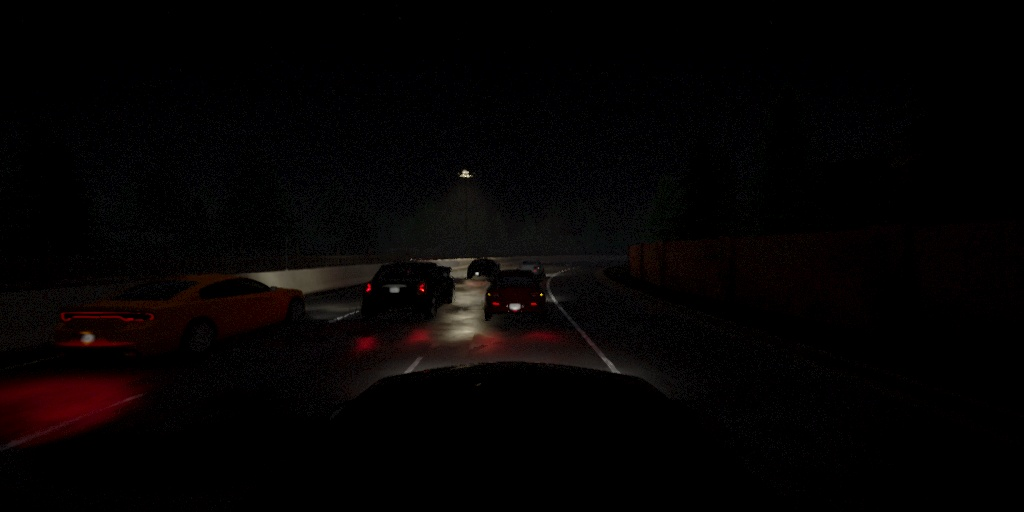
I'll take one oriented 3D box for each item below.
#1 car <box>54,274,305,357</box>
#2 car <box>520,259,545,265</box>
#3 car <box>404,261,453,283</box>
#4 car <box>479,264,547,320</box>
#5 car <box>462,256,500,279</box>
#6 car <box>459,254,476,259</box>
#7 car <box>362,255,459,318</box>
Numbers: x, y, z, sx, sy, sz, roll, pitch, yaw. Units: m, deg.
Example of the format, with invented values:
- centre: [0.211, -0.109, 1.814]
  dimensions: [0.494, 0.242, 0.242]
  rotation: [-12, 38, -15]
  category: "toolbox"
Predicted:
- centre: [-6.927, 1.154, 8.351]
  dimensions: [1.882, 1.535, 5.008]
  rotation: [0, 1, 1]
  category: "car"
- centre: [1.563, 0.980, 28.442]
  dimensions: [1.812, 1.442, 4.674]
  rotation: [0, 1, 10]
  category: "car"
- centre: [-5.913, 1.082, 26.007]
  dimensions: [1.895, 1.301, 4.718]
  rotation: [0, 1, 8]
  category: "car"
- centre: [0.115, 1.162, 11.947]
  dimensions: [1.812, 1.442, 4.674]
  rotation: [0, 1, 1]
  category: "car"
- centre: [-2.090, 0.965, 27.824]
  dimensions: [1.837, 1.490, 4.892]
  rotation: [0, 1, 9]
  category: "car"
- centre: [-6.495, 0.551, 51.425]
  dimensions: [2.097, 1.767, 4.553]
  rotation: [0, 1, 23]
  category: "car"
- centre: [-3.372, 0.982, 12.528]
  dimensions: [2.097, 1.767, 4.553]
  rotation: [0, 1, 1]
  category: "car"
